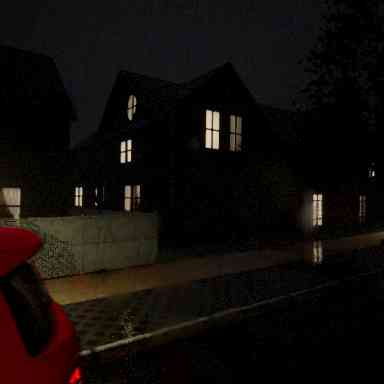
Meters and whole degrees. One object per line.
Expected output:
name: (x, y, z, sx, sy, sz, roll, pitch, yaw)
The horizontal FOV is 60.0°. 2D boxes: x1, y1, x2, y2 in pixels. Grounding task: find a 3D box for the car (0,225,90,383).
car: (-3.101, 1.220, 0.857, 5.566, 2.045, 2.150, 0, 0, -36)
